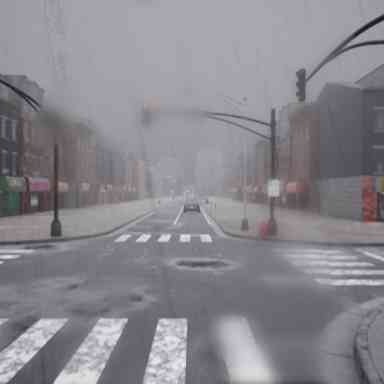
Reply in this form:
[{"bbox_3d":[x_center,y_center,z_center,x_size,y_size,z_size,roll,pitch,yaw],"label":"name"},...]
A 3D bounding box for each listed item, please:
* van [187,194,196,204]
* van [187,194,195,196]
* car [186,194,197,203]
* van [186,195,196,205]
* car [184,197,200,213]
[{"bbox_3d":[-0.140,1.384,64.795,1.690,1.788,3.998,0,0,0],"label":"van"},{"bbox_3d":[-0.096,1.371,53.585,1.690,1.788,3.998,0,0,0],"label":"van"},{"bbox_3d":[-0.163,1.366,70.401,2.192,1.841,5.009,0,0,0],"label":"car"},{"bbox_3d":[-0.118,1.377,59.190,1.690,1.788,3.998,0,0,0],"label":"van"},{"bbox_3d":[-0.028,1.584,36.768,1.947,1.339,4.313,0,0,0],"label":"car"}]
